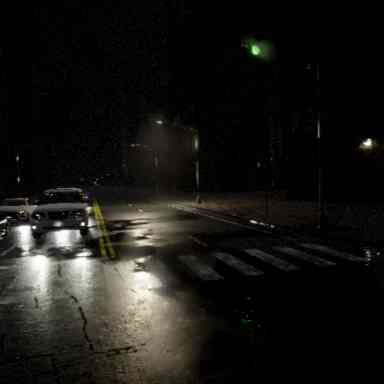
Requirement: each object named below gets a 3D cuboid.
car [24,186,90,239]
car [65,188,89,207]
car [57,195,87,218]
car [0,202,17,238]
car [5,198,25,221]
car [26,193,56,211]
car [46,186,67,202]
[{"bbox_3d":[-6.121,0.859,15.814,2.150,2.045,5.566,-2,2,-17],"label":"car"},{"bbox_3d":[-11.941,0.521,34.793,2.097,1.767,4.553,-2,2,-17],"label":"car"},{"bbox_3d":[-8.970,1.007,25.155,1.895,1.301,4.718,-2,2,-17],"label":"car"},{"bbox_3d":[-8.712,1.366,13.261,1.994,1.385,4.181,-2,2,-16],"label":"car"},{"bbox_3d":[-11.211,1.128,21.363,1.812,1.442,4.674,-2,2,-17],"label":"car"},{"bbox_3d":[-14.451,0.904,31.955,1.994,1.385,4.181,-2,2,-16],"label":"car"},{"bbox_3d":[-18.970,0.248,46.906,2.150,2.045,5.566,-2,2,-17],"label":"car"}]
